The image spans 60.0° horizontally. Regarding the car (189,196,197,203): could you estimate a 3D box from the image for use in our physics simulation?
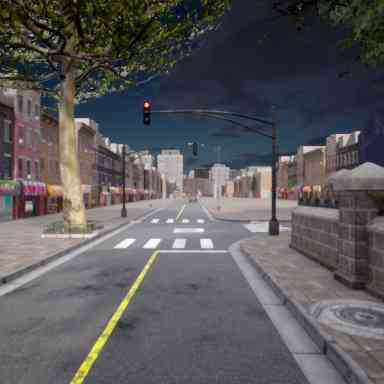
[{"bbox_3d":[0.224,1.653,73.596,2.128,1.511,4.902,0,0,0],"label":"car"}]
